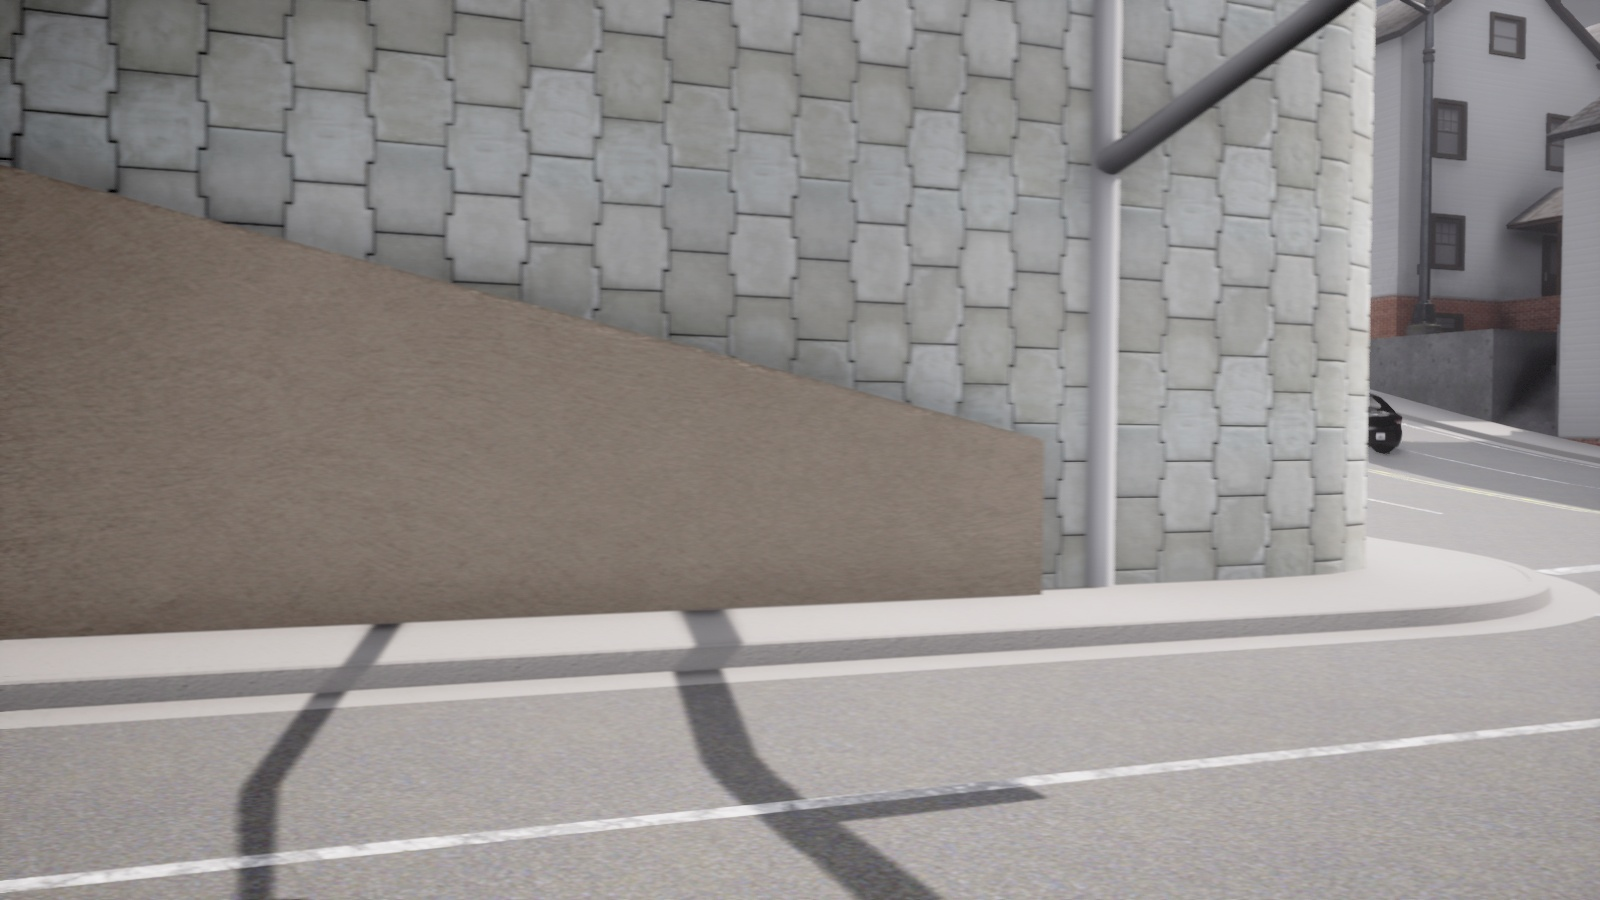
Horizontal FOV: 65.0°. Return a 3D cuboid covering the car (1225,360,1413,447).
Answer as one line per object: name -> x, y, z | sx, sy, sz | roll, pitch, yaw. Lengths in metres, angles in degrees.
car -> 12.646, -1.215, 30.924 | 1.816, 1.474, 4.193 | -1, 11, -20
